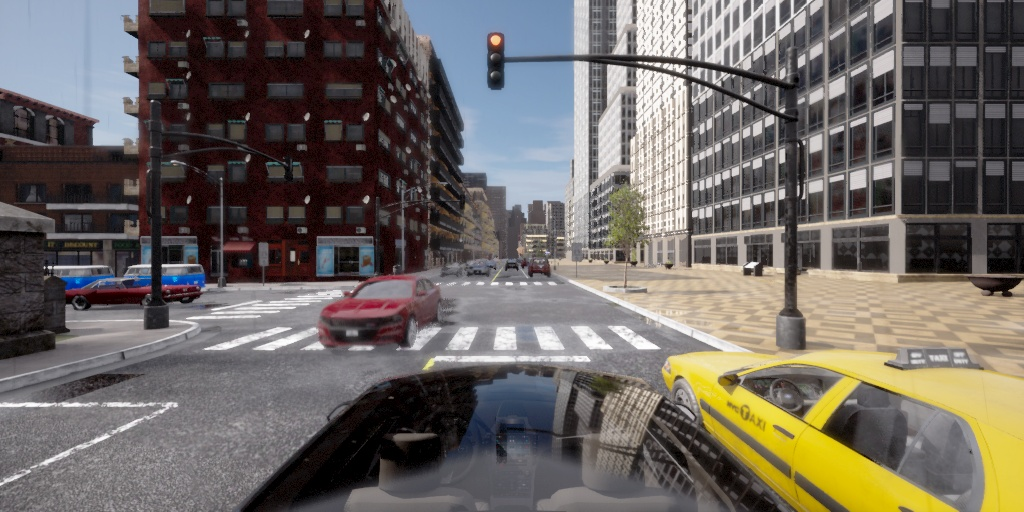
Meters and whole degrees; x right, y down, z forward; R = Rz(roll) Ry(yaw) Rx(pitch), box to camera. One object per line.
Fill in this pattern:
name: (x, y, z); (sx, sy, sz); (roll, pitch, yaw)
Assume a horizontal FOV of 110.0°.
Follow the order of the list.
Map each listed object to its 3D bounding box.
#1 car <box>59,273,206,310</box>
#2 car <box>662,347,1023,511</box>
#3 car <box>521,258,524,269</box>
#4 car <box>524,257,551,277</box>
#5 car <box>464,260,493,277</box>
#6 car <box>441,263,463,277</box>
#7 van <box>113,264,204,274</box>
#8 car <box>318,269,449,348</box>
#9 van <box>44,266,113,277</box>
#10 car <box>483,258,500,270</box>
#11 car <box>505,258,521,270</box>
car: (-16.578, 1.603, 15.758); (4.718, 1.301, 1.895); (-1, 0, -1)
car: (2.690, 1.275, 2.554); (1.751, 1.417, 4.829); (0, 0, 0)
car: (2.566, 1.099, 56.901); (2.192, 1.841, 5.009); (0, 0, 0)
car: (2.616, 1.074, 34.796); (2.192, 1.841, 5.009); (0, 0, 0)
car: (-3.172, 1.323, 34.562); (1.994, 1.385, 4.181); (0, 0, 0)
car: (-5.764, 1.310, 34.777); (2.007, 1.370, 4.403); (0, 0, 0)
van: (-20.810, 1.391, 21.502); (3.998, 1.789, 1.690); (0, 0, -1)
car: (-3.122, 1.260, 9.481); (1.882, 1.535, 5.008); (0, -1, 0)
van: (-26.348, 1.481, 21.439); (3.998, 1.789, 1.690); (0, 0, -1)
car: (-3.209, 1.325, 52.138); (2.033, 1.411, 5.357); (0, 0, 0)
car: (-0.013, 1.283, 52.106); (1.837, 1.490, 4.892); (0, 0, 0)
